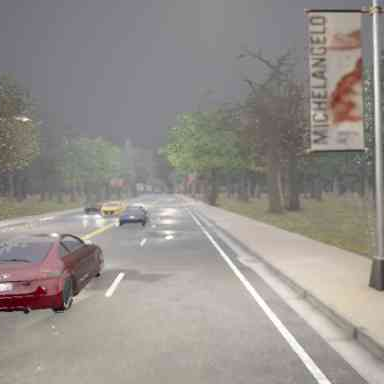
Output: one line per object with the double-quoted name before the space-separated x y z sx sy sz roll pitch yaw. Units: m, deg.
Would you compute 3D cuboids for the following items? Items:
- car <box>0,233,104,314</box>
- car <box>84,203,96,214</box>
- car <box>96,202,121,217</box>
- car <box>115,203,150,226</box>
"car" -3.441 1.666 7.895 1.994 1.385 4.181 -1 0 -3
"car" -11.798 1.995 40.988 1.895 1.301 4.718 -1 0 -3
"car" -8.265 1.778 35.045 1.882 1.535 5.008 -1 0 -3
"car" -4.324 1.747 25.391 1.994 1.385 4.181 -1 0 -3
